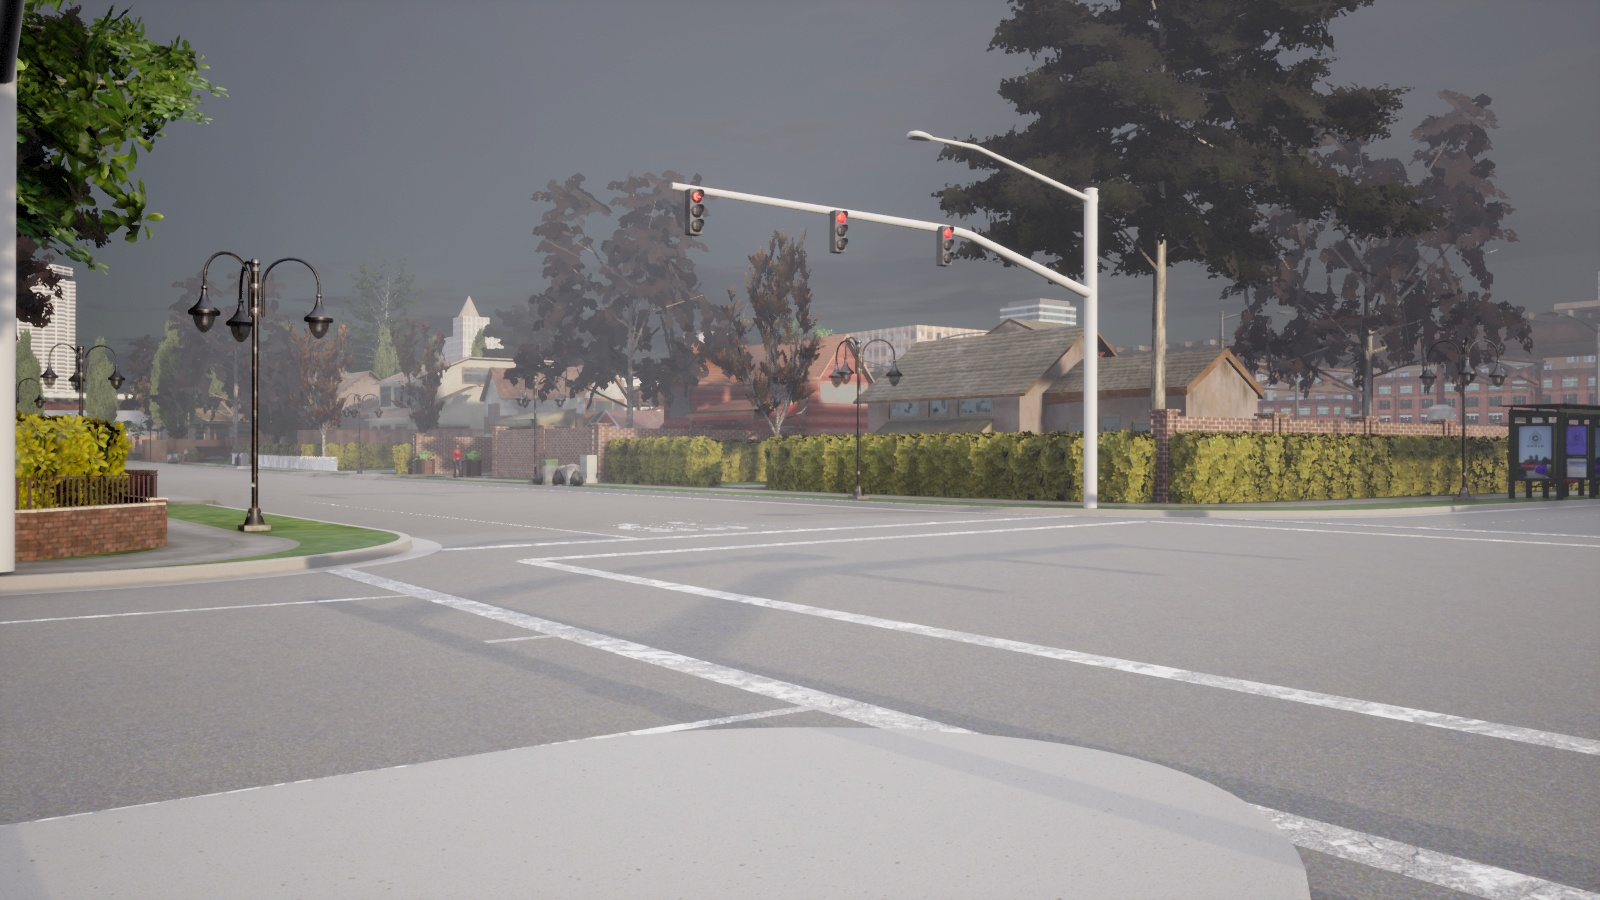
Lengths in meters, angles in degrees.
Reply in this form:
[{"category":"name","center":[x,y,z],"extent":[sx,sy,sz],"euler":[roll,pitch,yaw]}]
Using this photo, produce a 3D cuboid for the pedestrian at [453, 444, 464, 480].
[{"category":"pedestrian","center":[-17.590,0.601,64.610],"extent":[0.331,1.846,0.636],"euler":[0,0,-36]}]
